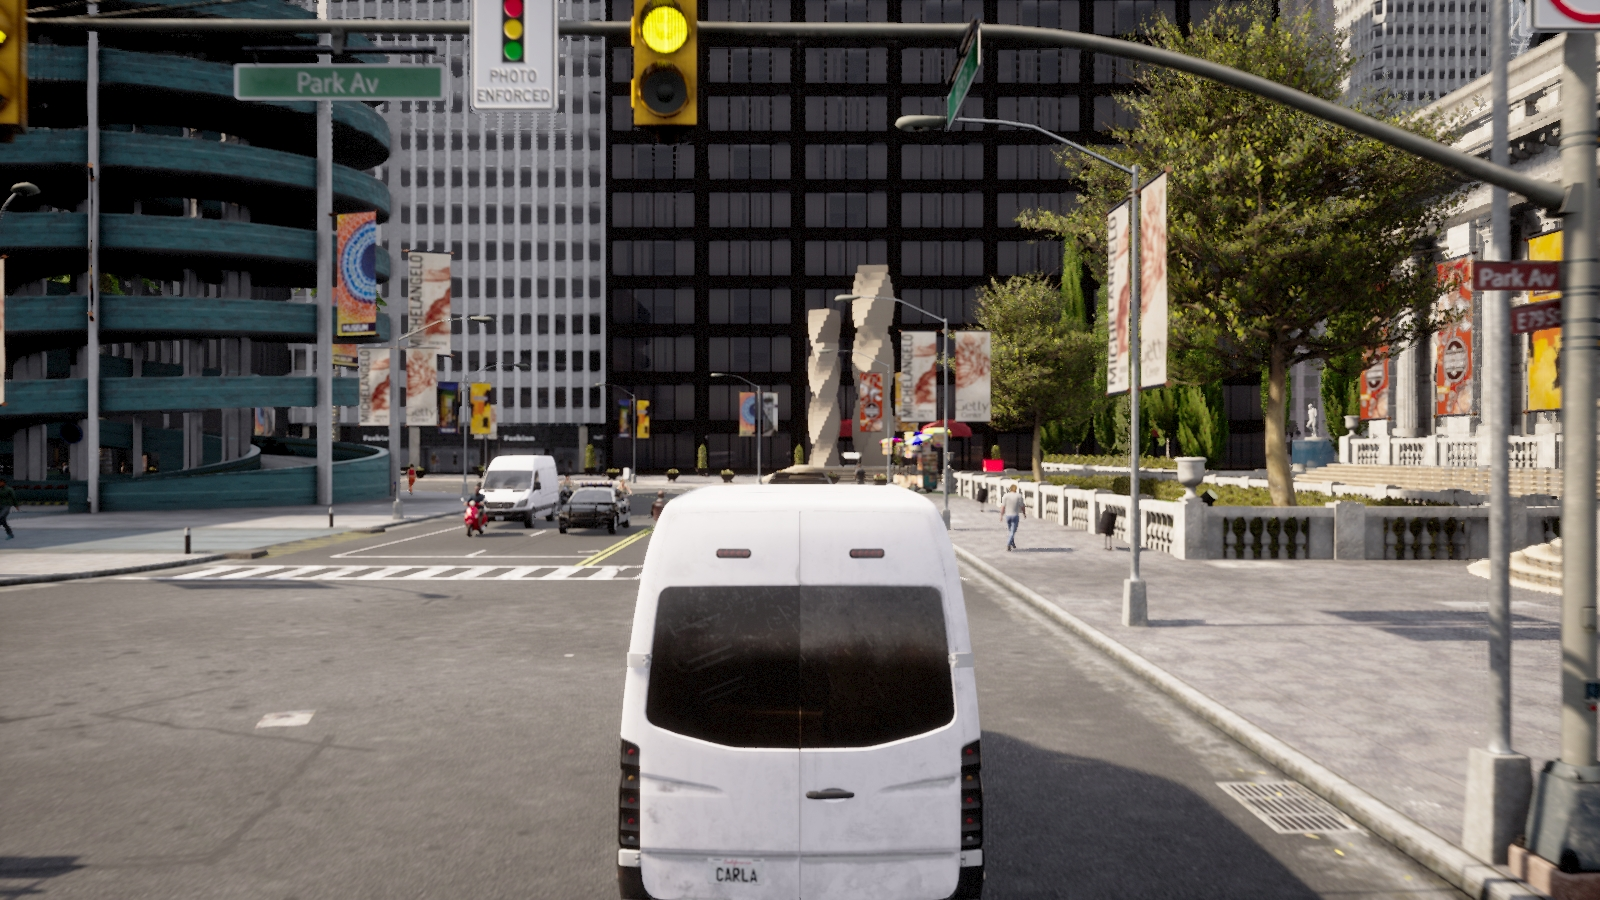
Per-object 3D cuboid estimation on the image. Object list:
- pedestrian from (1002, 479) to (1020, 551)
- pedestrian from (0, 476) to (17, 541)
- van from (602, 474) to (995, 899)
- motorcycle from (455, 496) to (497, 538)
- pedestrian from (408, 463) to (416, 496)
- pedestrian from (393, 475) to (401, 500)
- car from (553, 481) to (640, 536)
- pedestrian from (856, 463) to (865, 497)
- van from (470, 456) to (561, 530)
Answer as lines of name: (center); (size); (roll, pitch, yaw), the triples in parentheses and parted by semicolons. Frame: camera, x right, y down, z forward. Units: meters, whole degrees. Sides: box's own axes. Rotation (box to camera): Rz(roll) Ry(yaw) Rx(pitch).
pedestrian: (5.518, 1.685, 29.878); (0.375, 1.860, 0.375); (0, 0, 25)
pedestrian: (-22.919, 1.682, 32.962); (0.375, 1.860, 0.375); (0, 0, 2)
van: (-0.008, 1.531, 8.736); (1.988, 2.561, 5.915); (0, 0, 0)
motorcycle: (-10.519, 2.166, 37.156); (0.856, 1.236, 1.805); (0, 0, 0)
pedestrian: (-22.247, 1.669, 65.471); (0.375, 1.860, 0.375); (0, 0, -30)
pedestrian: (-20.864, 1.951, 59.165); (0.375, 1.300, 0.375); (0, 0, -11)
car: (-6.938, 1.966, 39.523); (2.097, 1.638, 5.238); (0, 0, -1)
pedestrian: (3.379, 1.671, 63.465); (0.375, 1.860, 0.375); (0, 0, -20)
van: (-10.562, 1.517, 42.874); (1.988, 2.561, 5.915); (0, 0, -1)
